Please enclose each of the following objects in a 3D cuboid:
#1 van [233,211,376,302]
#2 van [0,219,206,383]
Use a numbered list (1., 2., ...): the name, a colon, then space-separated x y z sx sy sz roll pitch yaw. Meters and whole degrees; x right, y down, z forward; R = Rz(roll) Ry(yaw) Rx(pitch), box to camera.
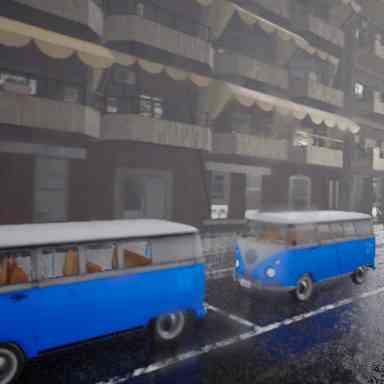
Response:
1. van: 2.831 1.380 8.097 3.998 1.788 1.690 0 1 -36
2. van: -1.669 1.349 4.879 3.998 1.788 1.690 0 1 -36
